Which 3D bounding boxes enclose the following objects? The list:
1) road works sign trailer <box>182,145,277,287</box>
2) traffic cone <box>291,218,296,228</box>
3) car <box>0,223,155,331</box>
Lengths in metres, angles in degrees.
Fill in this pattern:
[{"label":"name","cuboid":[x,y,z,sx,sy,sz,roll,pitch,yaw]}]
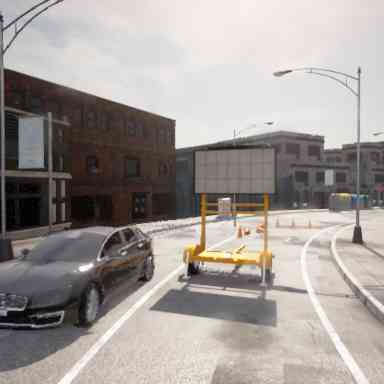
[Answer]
[{"label":"road works sign trailer","cuboid":[1.252,0.474,9.655,2.380,3.560,2.880,0,0,20]},{"label":"traffic cone","cuboid":[6.559,1.997,21.511,0.340,0.580,0.340,1,0,22]},{"label":"car","cuboid":[-2.253,1.502,7.196,1.837,1.490,4.892,0,0,12]}]
